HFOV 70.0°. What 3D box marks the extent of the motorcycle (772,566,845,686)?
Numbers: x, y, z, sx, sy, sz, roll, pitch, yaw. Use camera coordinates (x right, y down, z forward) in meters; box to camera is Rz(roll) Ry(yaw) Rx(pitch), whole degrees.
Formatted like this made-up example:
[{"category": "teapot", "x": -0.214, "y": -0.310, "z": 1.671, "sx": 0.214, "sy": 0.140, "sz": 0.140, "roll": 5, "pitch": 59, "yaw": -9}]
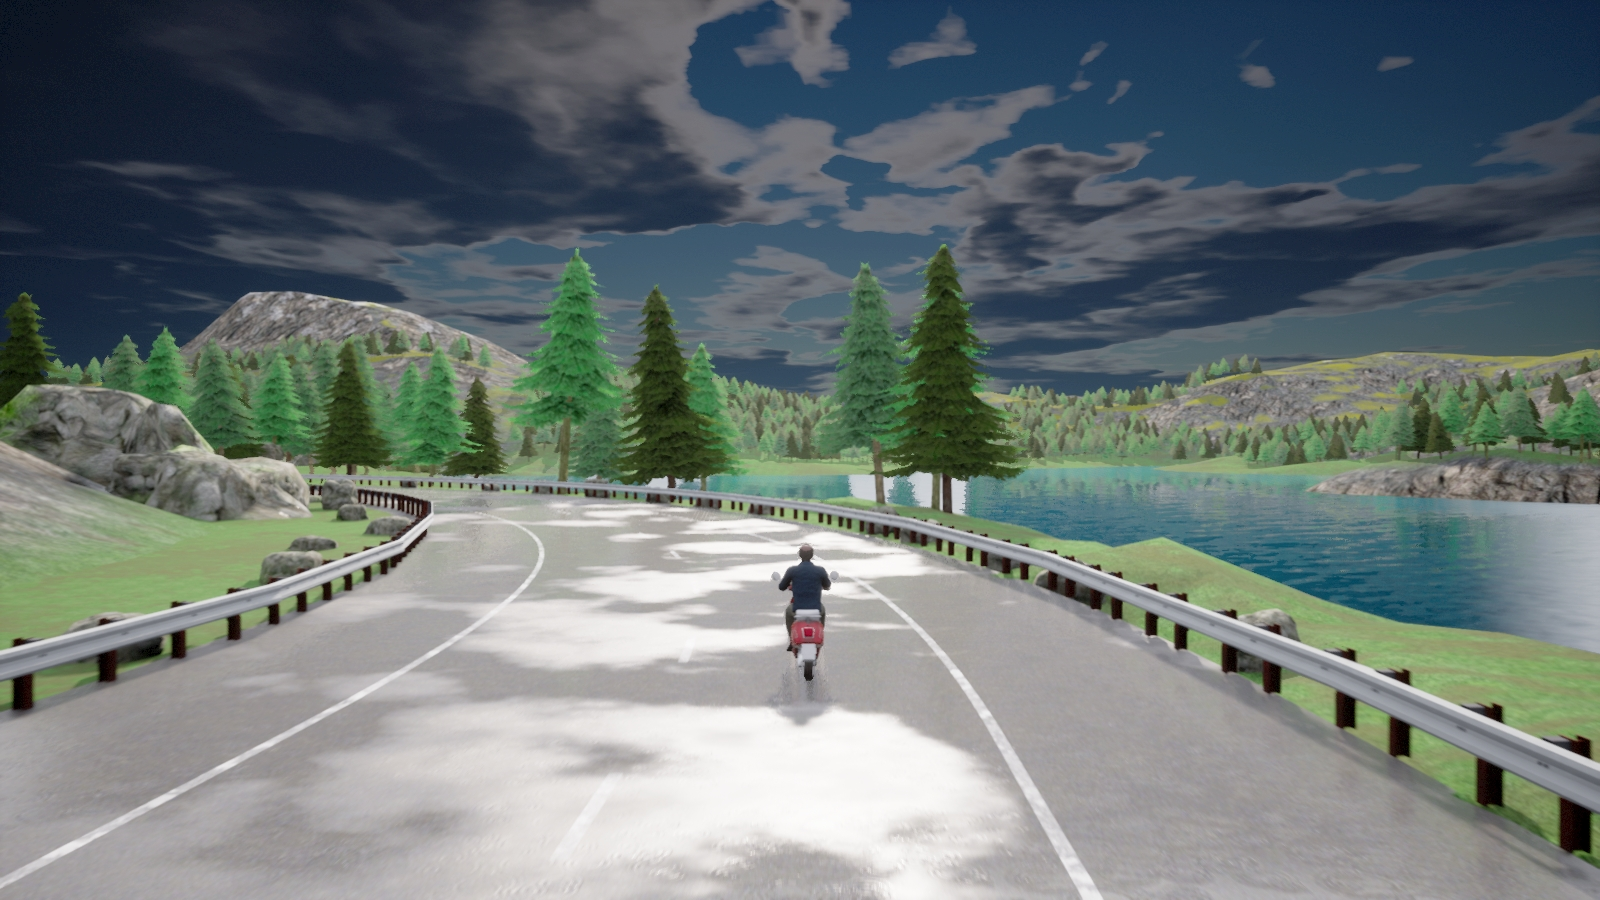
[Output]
[{"category": "motorcycle", "x": 0.078, "y": 2.182, "z": 14.492, "sx": 0.856, "sy": 1.236, "sz": 1.805, "roll": 0, "pitch": 0, "yaw": -2}]
